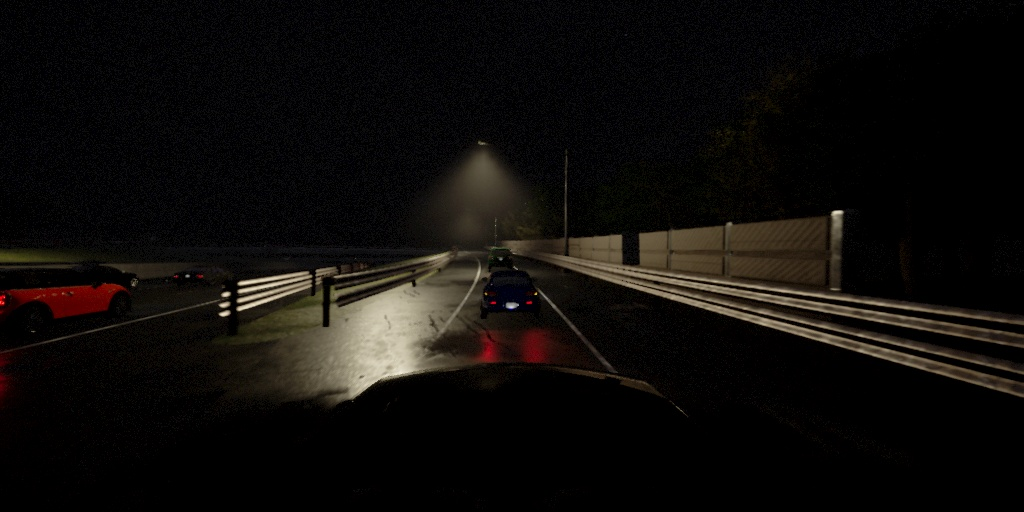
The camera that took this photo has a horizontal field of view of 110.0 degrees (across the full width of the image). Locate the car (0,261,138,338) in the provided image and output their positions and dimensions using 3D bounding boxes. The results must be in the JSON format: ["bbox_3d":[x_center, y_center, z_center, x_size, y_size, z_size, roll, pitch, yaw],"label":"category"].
[{"bbox_3d":[-13.201,1.111,9.981,2.097,1.767,4.553,1,-1,-19],"label":"car"}]

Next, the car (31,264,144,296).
[{"bbox_3d":[-24.117,1.271,20.724,1.882,1.535,5.008,1,-1,-19],"label":"car"}]

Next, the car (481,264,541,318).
[{"bbox_3d":[-0.081,1.183,12.413,1.812,1.442,4.674,0,1,-2],"label":"car"}]

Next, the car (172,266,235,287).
[{"bbox_3d":[-22.234,1.401,26.058,2.033,1.411,5.357,1,-1,-19],"label":"car"}]

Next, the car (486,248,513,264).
[{"bbox_3d":[-1.119,0.256,32.589,2.150,2.045,5.566,0,2,-4],"label":"car"}]
